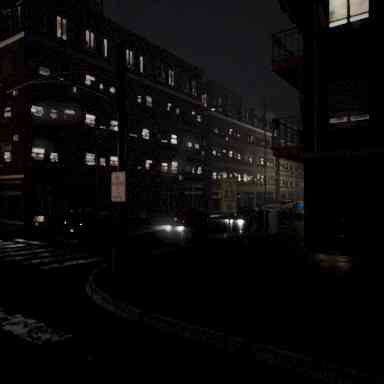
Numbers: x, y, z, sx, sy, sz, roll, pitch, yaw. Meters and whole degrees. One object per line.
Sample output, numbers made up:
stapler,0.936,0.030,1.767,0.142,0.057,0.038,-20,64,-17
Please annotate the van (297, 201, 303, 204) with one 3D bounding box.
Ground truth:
van,18.399,2.458,58.837,1.690,1.788,3.998,-1,-2,35

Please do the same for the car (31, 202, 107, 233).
car,-7.651,1.598,21.568,2.192,1.841,5.009,-1,-2,35

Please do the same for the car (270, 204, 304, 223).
car,8.995,2.117,30.807,2.008,1.369,4.403,-2,-2,35

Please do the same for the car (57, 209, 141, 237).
car,-5.389,1.879,20.286,1.895,1.301,4.718,0,-1,36

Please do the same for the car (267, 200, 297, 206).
car,11.739,2.045,44.680,2.150,2.045,5.566,0,-1,35

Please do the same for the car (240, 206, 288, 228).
car,5.739,2.045,26.146,1.802,1.307,4.206,-2,-2,35

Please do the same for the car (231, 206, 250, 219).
car,5.563,2.191,35.935,1.994,1.385,4.181,0,-1,34

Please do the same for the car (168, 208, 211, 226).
car,-0.150,2.008,27.759,1.994,1.385,4.181,0,-1,34
